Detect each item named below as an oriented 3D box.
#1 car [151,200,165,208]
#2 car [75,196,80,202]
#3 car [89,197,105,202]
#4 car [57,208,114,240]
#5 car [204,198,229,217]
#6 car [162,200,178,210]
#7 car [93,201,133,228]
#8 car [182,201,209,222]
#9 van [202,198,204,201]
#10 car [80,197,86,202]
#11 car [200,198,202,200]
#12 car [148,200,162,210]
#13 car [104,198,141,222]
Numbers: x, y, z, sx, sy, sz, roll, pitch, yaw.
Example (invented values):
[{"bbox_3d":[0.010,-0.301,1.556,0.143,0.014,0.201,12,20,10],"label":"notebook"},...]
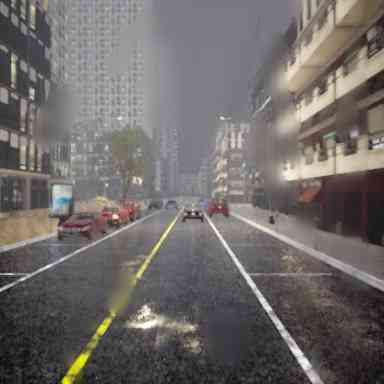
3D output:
[{"bbox_3d":[-5.686,2.028,56.336,1.947,1.339,4.313,0,0,0],"label":"car"},{"bbox_3d":[-27.361,1.427,70.928,5.009,1.841,2.192,1,-1,-1],"label":"car"},{"bbox_3d":[-22.023,1.785,79.450,4.829,1.417,1.752,1,-1,-1],"label":"car"},{"bbox_3d":[-5.690,1.725,17.786,1.802,1.307,4.206,0,0,0],"label":"car"},{"bbox_3d":[2.692,1.594,34.440,2.192,1.841,5.009,0,0,0],"label":"car"},{"bbox_3d":[-3.060,1.938,50.429,1.812,1.442,4.674,0,-1,0],"label":"car"},{"bbox_3d":[-5.690,1.628,23.337,1.967,1.590,4.097,0,0,0],"label":"car"},{"bbox_3d":[0.093,1.779,28.668,2.033,1.411,5.357,0,0,0],"label":"car"},{"bbox_3d":[2.693,1.713,45.542,1.690,1.788,3.998,0,0,0],"label":"van"},{"bbox_3d":[-27.468,1.722,79.301,4.313,1.339,1.947,1,-1,-1],"label":"car"},{"bbox_3d":[2.694,1.858,51.091,1.967,1.590,4.097,0,0,0],"label":"car"},{"bbox_3d":[-5.686,1.984,51.090,1.947,1.339,4.313,0,0,0],"label":"car"},{"bbox_3d":[-5.689,1.549,28.889,2.192,1.841,5.009,0,0,0],"label":"car"}]
